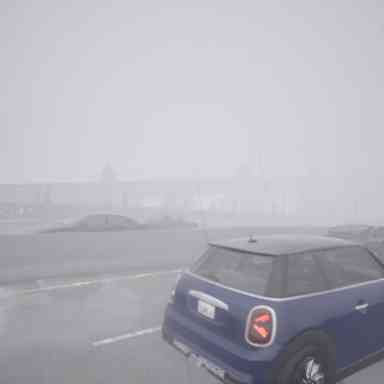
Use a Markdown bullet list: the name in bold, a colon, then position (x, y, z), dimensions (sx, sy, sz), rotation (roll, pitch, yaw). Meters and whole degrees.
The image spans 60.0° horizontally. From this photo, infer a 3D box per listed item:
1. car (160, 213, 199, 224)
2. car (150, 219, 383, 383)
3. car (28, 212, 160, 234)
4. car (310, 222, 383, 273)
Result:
- **car**: position (-1.956, 1.925, 19.737), dimensions (4.718, 1.301, 1.895), rotation (4, -2, -35)
- **car**: position (1.894, 1.448, 5.098), dimensions (4.553, 1.767, 2.097), rotation (2, -1, -35)
- **car**: position (-4.109, 1.587, 13.936), dimensions (5.008, 1.535, 1.882), rotation (2, -1, -35)
- **car**: position (6.892, 2.011, 12.961), dimensions (4.892, 1.490, 1.837), rotation (4, -2, -35)
